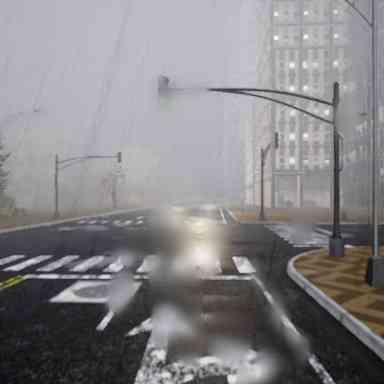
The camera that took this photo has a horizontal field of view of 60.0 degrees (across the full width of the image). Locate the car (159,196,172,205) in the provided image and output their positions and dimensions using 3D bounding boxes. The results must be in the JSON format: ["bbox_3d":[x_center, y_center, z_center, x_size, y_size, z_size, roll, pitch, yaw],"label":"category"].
[{"bbox_3d":[-5.530,1.787,71.206,2.150,2.045,5.566,0,-1,4],"label":"car"}]
